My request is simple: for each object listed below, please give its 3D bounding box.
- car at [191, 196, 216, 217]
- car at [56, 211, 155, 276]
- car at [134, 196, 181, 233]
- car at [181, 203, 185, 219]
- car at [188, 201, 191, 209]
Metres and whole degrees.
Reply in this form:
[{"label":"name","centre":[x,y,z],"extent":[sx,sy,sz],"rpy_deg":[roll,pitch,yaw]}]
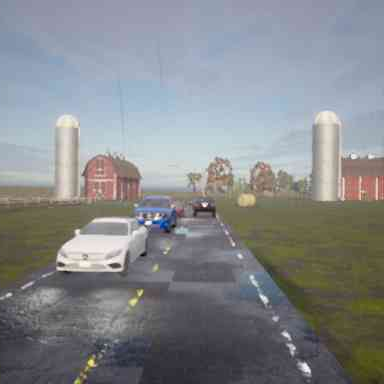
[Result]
[{"label":"car","centre":[1.250,1.386,33.623],"extent":[2.150,2.045,5.566],"rpy_deg":[1,0,1]},{"label":"car","centre":[-2.538,1.533,10.531],"extent":[1.812,1.442,4.674],"rpy_deg":[1,0,3]},{"label":"car","centre":[-2.168,1.275,20.279],"extent":[2.150,2.045,5.566],"rpy_deg":[1,0,2]},{"label":"car","centre":[-1.747,1.587,30.710],"extent":[1.882,1.535,5.008],"rpy_deg":[1,0,3]},{"label":"car","centre":[0.605,1.731,47.224],"extent":[1.837,1.490,4.892],"rpy_deg":[1,0,-9]}]
